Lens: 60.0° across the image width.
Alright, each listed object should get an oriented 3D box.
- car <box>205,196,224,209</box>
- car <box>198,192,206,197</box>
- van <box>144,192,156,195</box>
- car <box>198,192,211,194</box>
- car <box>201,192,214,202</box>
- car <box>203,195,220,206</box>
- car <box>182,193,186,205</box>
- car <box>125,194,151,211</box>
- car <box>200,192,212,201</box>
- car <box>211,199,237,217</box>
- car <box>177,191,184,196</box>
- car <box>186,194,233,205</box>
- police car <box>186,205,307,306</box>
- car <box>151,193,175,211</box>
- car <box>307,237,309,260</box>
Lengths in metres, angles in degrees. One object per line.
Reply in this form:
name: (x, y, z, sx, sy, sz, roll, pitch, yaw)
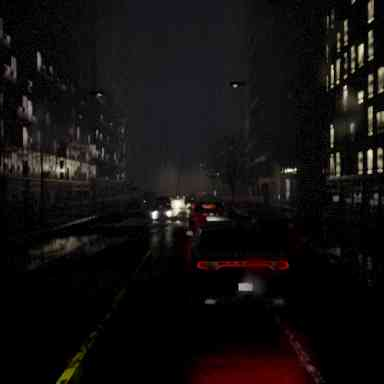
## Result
car: (2.632, 1.163, 39.827, 2.008, 1.369, 4.403, 0, 1, 0)
car: (2.566, 0.647, 85.364, 1.887, 1.381, 4.507, 0, 1, 0)
van: (-5.757, 0.893, 45.508, 1.690, 1.788, 3.998, 0, 1, 0)
car: (0.864, 1.121, 23.965, 2.097, 1.767, 4.553, 0, 1, 0)
car: (2.607, 0.867, 56.902, 1.967, 1.590, 4.097, 0, 1, 0)
car: (2.624, 1.103, 45.519, 2.008, 1.369, 4.403, 0, 1, 0)
car: (-0.052, 1.151, 45.642, 1.895, 1.301, 4.718, 0, 1, 0)
car: (-5.741, 1.221, 34.126, 2.008, 1.369, 4.403, 0, 1, 0)
car: (2.599, 0.803, 62.594, 1.967, 1.590, 4.097, 0, 1, 0)
car: (2.648, 1.308, 28.443, 1.802, 1.307, 4.206, 0, 1, 0)
car: (-3.140, 0.474, 94.252, 1.882, 1.535, 5.008, 0, 1, 0)
car: (0.872, 1.178, 17.966, 2.097, 1.767, 4.553, 0, 1, 0)
police car: (0.888, 1.347, 8.107, 1.930, 1.638, 5.238, 0, 1, 0)
car: (-3.152, 1.178, 35.873, 1.812, 1.442, 4.674, 0, 1, 0)
car: (2.673, 1.472, 11.366, 1.802, 1.307, 4.206, 0, 1, 0)
